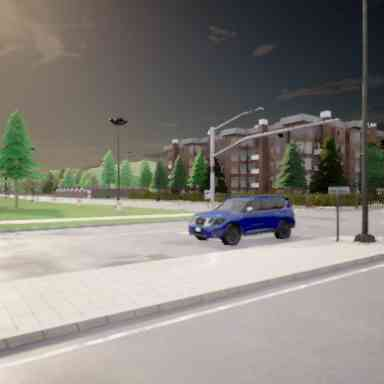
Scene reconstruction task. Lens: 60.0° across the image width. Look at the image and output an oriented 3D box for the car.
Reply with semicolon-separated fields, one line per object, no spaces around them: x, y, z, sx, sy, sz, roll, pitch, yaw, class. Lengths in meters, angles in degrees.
2.509;1.216;15.615;5.566;2.045;2.150;0;0;-35;car
